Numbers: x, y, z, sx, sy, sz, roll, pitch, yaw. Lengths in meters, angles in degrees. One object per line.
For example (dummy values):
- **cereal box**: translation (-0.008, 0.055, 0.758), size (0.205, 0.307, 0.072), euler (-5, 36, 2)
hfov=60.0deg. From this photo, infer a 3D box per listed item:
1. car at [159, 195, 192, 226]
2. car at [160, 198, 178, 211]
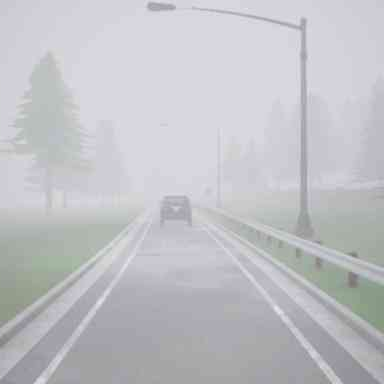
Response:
- **car**: translation (-1.189, 1.232, 23.784), size (2.150, 2.045, 5.566), euler (0, 0, -4)
- **car**: translation (-2.995, 1.512, 42.793), size (2.128, 1.511, 4.902), euler (0, 0, -6)
